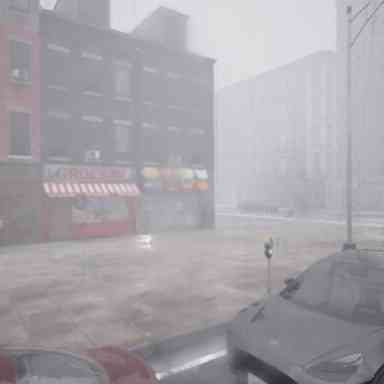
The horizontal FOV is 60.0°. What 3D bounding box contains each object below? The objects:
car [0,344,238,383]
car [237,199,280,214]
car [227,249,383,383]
[{"bbox_3d":[-1.990,1.584,1.392,4.206,1.307,1.802,0,0,-36],"label":"car"},{"bbox_3d":[6.982,1.493,35.248,1.882,1.535,5.008,0,0,-35],"label":"car"},{"bbox_3d":[2.449,1.557,4.558,4.313,1.339,1.947,0,0,-36],"label":"car"}]
